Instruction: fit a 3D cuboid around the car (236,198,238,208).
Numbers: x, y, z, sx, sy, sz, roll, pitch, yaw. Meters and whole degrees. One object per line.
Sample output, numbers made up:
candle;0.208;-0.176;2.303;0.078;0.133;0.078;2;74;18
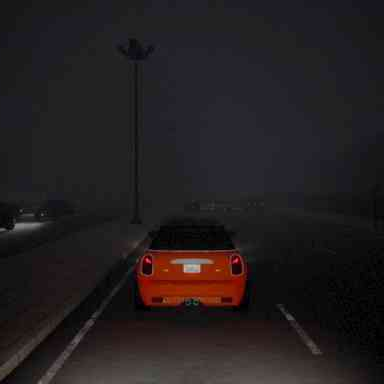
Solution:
car;7.146;1.546;49.200;2.033;1.411;5.357;0;0;0

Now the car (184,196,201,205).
car;0.079;1.490;38.825;2.128;1.511;4.902;0;0;0

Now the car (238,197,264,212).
car;7.081;1.351;39.249;2.097;1.767;4.553;0;0;0

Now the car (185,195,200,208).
car;0.146;1.351;49.211;2.097;1.767;4.553;0;0;0

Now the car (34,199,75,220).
car;-11.567;1.491;28.222;2.128;1.511;4.902;0;0;1

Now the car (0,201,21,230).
car;-11.584;1.352;17.899;2.097;1.767;4.553;0;0;0

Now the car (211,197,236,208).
car;3.579;1.600;38.915;1.895;1.301;4.718;0;0;0

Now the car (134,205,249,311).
car;-0.001;1.352;7.919;2.097;1.767;4.553;0;0;0

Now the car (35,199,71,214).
car;-14.997;1.505;36.321;1.837;1.490;4.892;0;0;1

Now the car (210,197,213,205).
car;3.646;1.490;49.220;2.128;1.511;4.902;0;0;0
